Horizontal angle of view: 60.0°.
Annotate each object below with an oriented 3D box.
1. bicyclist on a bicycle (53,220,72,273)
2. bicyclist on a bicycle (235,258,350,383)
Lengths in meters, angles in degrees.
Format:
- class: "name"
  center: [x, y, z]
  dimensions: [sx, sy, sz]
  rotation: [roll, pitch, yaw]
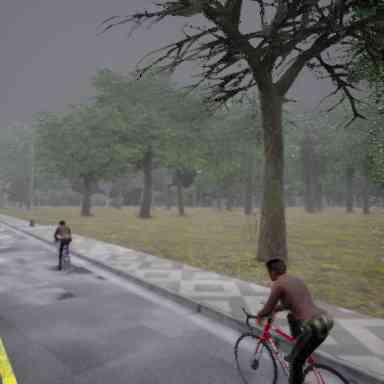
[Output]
- class: "bicyclist on a bicycle"
  center: [-4.221, 1.753, 10.878]
  dimensions: [0.582, 1.620, 1.656]
  rotation: [1, -2, -36]
- class: "bicyclist on a bicycle"
  center: [1.025, 1.560, 3.569]
  dimensions: [0.582, 1.620, 1.656]
  rotation: [1, -2, -36]
